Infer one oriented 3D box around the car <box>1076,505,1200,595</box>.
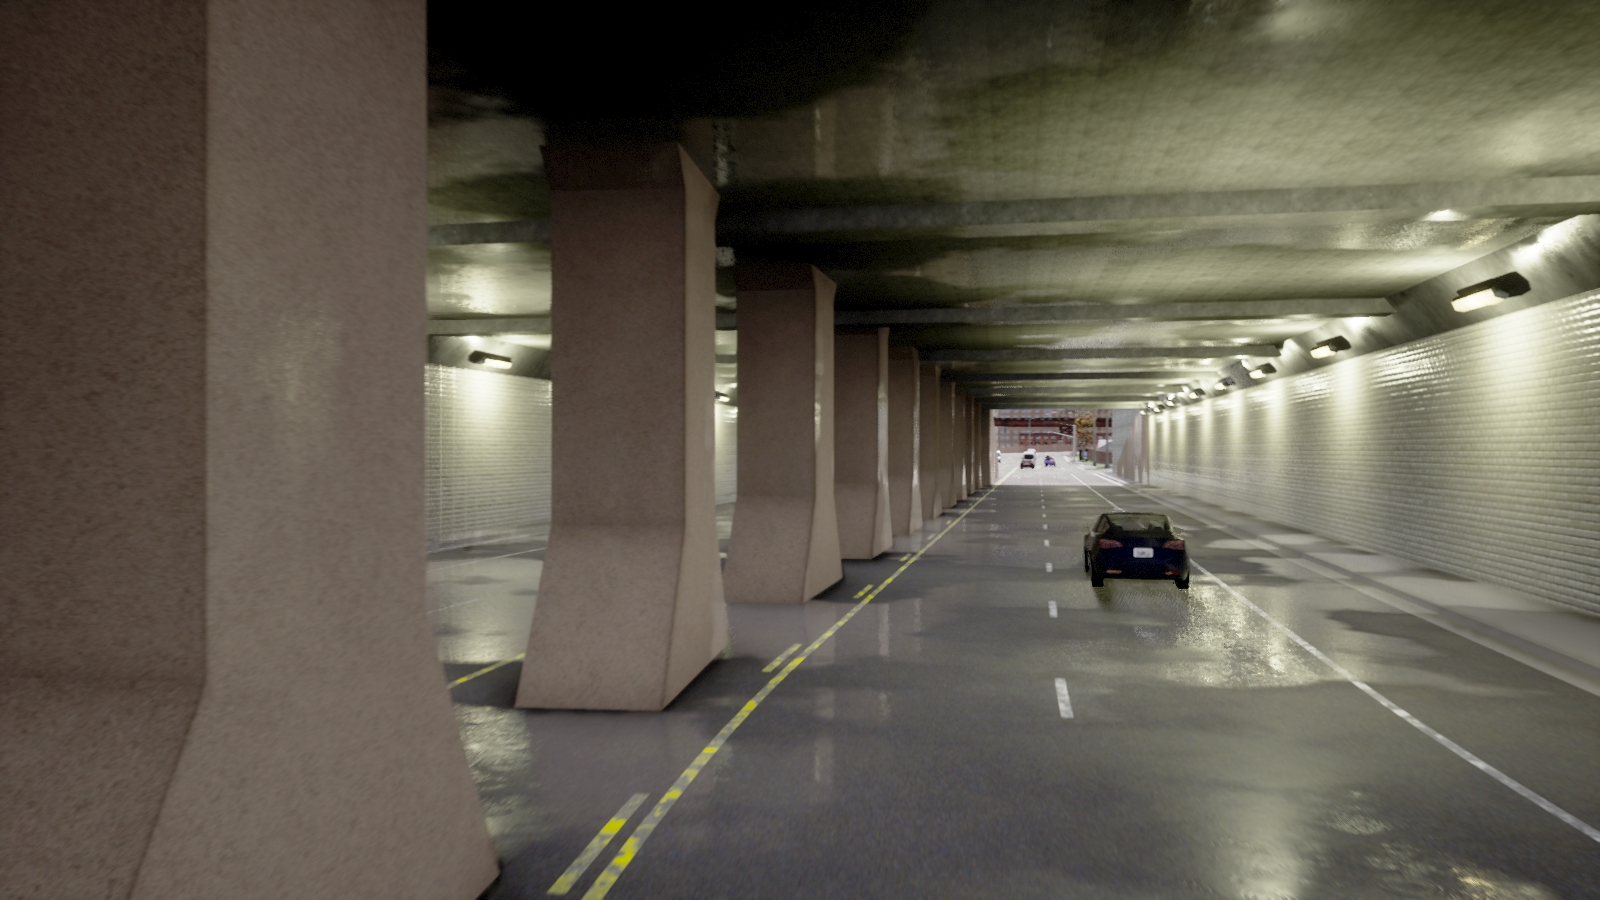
[{"bbox_3d":[7.186,2.065,24.750,2.163,1.488,4.792,0,0,12],"label":"car"}]
